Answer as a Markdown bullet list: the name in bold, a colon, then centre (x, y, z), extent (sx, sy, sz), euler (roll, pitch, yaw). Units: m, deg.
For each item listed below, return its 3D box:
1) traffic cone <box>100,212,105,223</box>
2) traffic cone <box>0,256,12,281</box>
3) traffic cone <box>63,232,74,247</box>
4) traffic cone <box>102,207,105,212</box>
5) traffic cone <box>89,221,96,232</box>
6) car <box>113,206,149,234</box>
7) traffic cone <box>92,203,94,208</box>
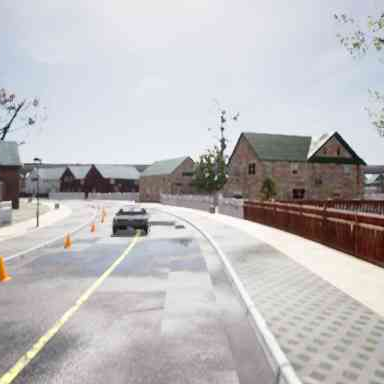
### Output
- **traffic cone**: centre (-6.123, 1.815, 22.818), extent (0.340, 0.580, 0.340), euler (0, 0, -11)
- **traffic cone**: centre (-4.754, 1.906, 8.331), extent (0.340, 0.580, 0.340), euler (0, 0, -1)
- **traffic cone**: centre (-4.910, 1.877, 13.222), extent (0.340, 0.580, 0.340), euler (0, 0, -3)
- **traffic cone**: centre (-7.191, 1.782, 27.538), extent (0.340, 0.580, 0.340), euler (0, 0, -15)
- **traffic cone**: centre (-5.362, 1.846, 18.040), extent (0.340, 0.580, 0.340), euler (0, 0, -7)
- **car**: centre (-3.348, 1.491, 18.690), extent (1.895, 1.301, 4.718), euler (0, 0, -8)
- **traffic cone**: centre (-12.198, 1.682, 41.142), extent (0.340, 0.580, 0.340), euler (0, 0, -26)
